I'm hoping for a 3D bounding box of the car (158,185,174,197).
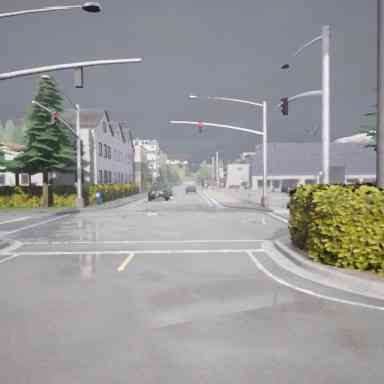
[{"bbox_3d":[-3.729,-0.160,48.408,1.837,1.490,4.892,-1,2,0],"label":"car"}]

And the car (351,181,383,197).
[{"bbox_3d":[22.264,-0.457,42.065,1.932,1.855,4.605,-1,2,0],"label":"car"}]

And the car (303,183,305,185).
[{"bbox_3d":[18.899,-0.862,59.104,1.970,1.475,3.806,-1,2,0],"label":"car"}]

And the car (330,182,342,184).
[{"bbox_3d":[25.313,-1.026,59.456,2.152,1.636,5.027,-1,2,0],"label":"car"}]

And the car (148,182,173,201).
[{"bbox_3d":[-3.718,-0.097,38.248,2.150,2.045,5.566,-1,2,0],"label":"car"}]

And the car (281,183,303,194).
[{"bbox_3d":[15.274,-0.515,52.044,2.007,1.523,4.514,-1,2,0],"label":"car"}]

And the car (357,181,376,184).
[{"bbox_3d":[19.018,-0.173,34.186,1.905,1.878,3.866,-1,2,0],"label":"car"}]

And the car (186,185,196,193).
[{"bbox_3d":[-0.164,-0.562,58.667,2.128,1.511,4.902,-1,2,0],"label":"car"}]
